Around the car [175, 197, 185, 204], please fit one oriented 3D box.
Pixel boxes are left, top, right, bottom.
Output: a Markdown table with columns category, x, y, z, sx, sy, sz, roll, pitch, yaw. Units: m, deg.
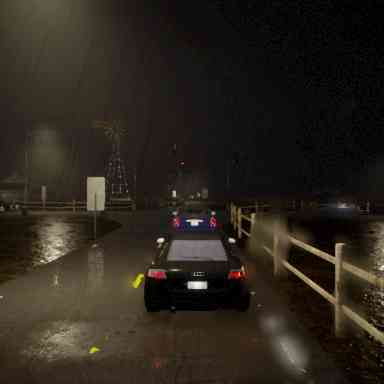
| category | x | y | z | sx | sy | sz | roll | pitch | yaw |
| --- | --- | --- | --- | --- | --- | --- | --- | --- | --- |
| car | -2.686 | 1.879 | 75.188 | 1.994 | 1.385 | 4.181 | 0 | 0 | 0 |

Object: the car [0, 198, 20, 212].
| category | x | y | z | sx | sy | sz | roll | pitch | yaw |
| --- | --- | --- | --- | --- | --- | --- | --- | --- | --- |
| car | -20.281 | 1.291 | 34.042 | 4.892 | 1.490 | 1.837 | 1 | -2 | 0 |

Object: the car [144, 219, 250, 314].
| category | x | y | z | sx | sy | sz | roll | pitch | yaw |
| --- | --- | --- | --- | --- | --- | --- | --- | --- | --- |
| car | 0.104 | 1.573 | 7.714 | 1.994 | 1.385 | 4.181 | 0 | 0 | 0 |

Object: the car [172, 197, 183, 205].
| category | x | y | z | sx | sy | sz | roll | pitch | yaw |
| --- | --- | --- | --- | --- | --- | --- | --- | --- | --- |
| car | -2.737 | 1.731 | 65.237 | 1.882 | 1.535 | 5.008 | 0 | 0 | 1 |

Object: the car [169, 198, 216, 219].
| category | x | y | z | sx | sy | sz | roll | pitch | yaw |
| --- | --- | --- | --- | --- | --- | --- | --- | --- | --- |
| car | 0.109 | 1.380 | 16.357 | 2.097 | 1.767 | 4.553 | 0 | 0 | 0 |

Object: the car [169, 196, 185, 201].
| category | x | y | z | sx | sy | sz | roll | pitch | yaw |
| --- | --- | --- | --- | --- | --- | --- | --- | --- | --- |
| car | -2.796 | 1.681 | 55.433 | 2.128 | 1.511 | 4.902 | 0 | 0 | 0 |

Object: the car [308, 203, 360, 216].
| category | x | y | z | sx | sy | sz | roll | pitch | yaw |
| --- | --- | --- | --- | --- | --- | --- | --- | --- | --- |
| car | 16.070 | 1.922 | 37.642 | 5.357 | 1.411 | 2.033 | 1 | -2 | 0 |

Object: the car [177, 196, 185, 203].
| category | x | y | z | sx | sy | sz | roll | pitch | yaw |
| --- | --- | --- | --- | --- | --- | --- | --- | --- | --- |
| car | -2.674 | 1.883 | 85.317 | 1.882 | 1.535 | 5.008 | 0 | 0 | 0 |
